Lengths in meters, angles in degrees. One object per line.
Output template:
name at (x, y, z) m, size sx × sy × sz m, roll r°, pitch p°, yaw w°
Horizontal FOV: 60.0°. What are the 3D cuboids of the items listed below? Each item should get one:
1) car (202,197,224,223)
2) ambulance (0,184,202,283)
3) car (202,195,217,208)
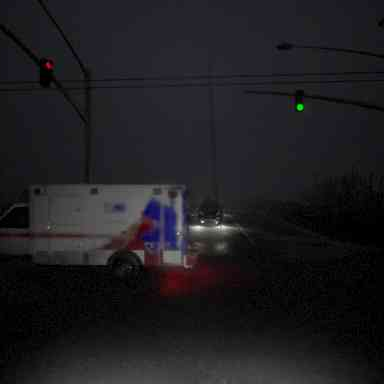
car at (1.384, 1.442, 25.600) m, size 1.882 × 1.535 × 5.008 m, roll 0°, pitch 0°, yaw 3°
ambulance at (-2.988, 1.023, 9.368) m, size 6.366 × 2.431 × 2.351 m, roll 0°, pitch 0°, yaw 2°
car at (2.513, 1.319, 48.150) m, size 2.097 × 1.767 × 4.553 m, roll 0°, pitch 0°, yaw 3°
